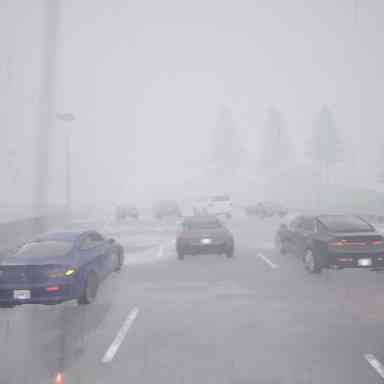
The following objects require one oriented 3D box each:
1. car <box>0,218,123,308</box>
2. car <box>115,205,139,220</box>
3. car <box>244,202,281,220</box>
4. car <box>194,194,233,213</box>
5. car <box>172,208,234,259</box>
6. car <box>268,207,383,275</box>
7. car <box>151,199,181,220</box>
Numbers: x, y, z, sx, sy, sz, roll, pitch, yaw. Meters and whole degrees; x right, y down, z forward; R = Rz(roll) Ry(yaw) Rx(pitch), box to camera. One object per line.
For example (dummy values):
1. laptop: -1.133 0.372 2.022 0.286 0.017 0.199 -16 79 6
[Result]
1. car: -2.979 1.632 8.150 1.812 1.442 4.674 -2 0 0
2. car: -5.932 1.823 29.954 1.895 1.301 4.718 -2 0 -16
3. car: 5.693 1.432 26.284 1.895 1.301 4.718 -2 0 -11
4. car: 1.695 1.187 28.224 2.150 2.045 5.566 -2 0 -13
5. car: 0.367 1.562 12.774 1.994 1.385 4.181 -2 0 -3
6. car: 3.953 1.380 10.103 1.837 1.490 4.892 -2 0 -1
7. car: -2.404 1.456 29.940 2.097 1.767 4.553 -2 0 -15
